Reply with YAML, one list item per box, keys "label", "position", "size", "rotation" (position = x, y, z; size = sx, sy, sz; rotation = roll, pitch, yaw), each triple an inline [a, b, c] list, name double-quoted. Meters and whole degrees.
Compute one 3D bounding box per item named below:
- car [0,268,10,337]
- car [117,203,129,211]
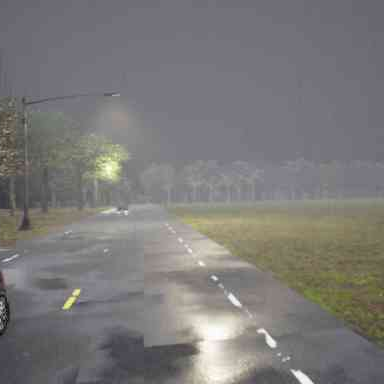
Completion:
- label: "car"
  position: [-3.937, 1.503, 3.752]
  size: [2.097, 1.767, 4.553]
  rotation: [-1, -1, -8]
- label: "car"
  position: [-11.831, 2.585, 57.341]
  size: [2.033, 1.411, 5.357]
  rotation: [-1, -1, -8]
